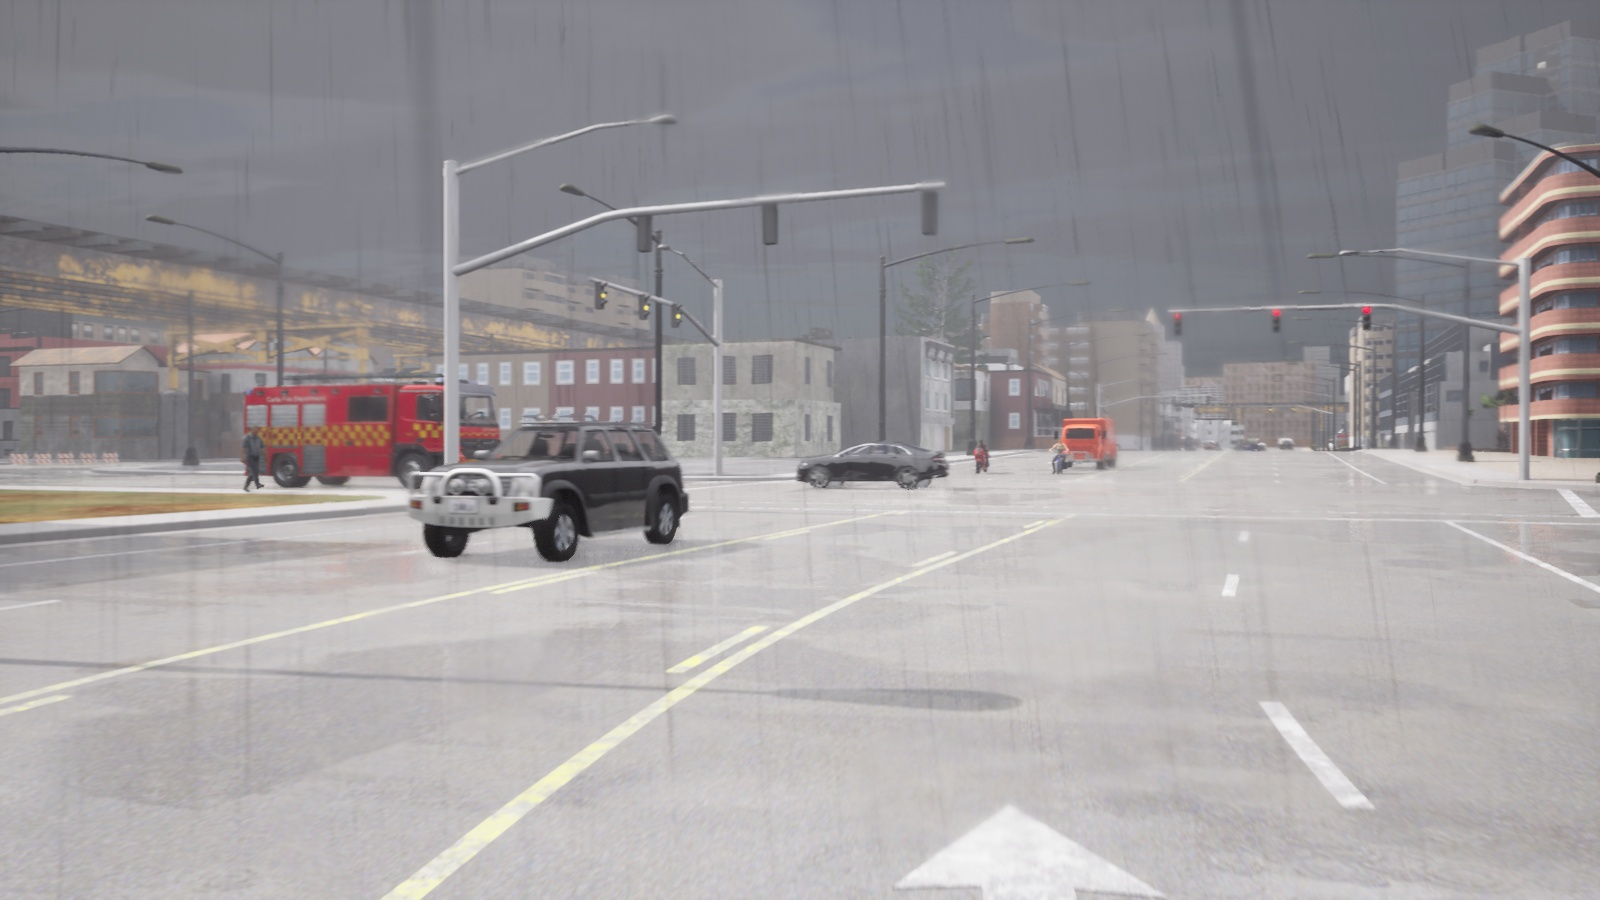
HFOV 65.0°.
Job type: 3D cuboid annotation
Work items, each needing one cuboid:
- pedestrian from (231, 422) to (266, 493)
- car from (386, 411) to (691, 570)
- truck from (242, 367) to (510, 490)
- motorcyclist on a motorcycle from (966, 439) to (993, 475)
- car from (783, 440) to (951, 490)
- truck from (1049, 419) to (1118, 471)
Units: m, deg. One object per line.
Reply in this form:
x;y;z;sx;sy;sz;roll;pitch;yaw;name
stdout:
-14.674;0.192;33.399;0.694;1.848;0.540;0;0;31;pedestrian
-3.346;0.461;17.113;1.932;1.855;4.605;0;0;20;car
-14.108;-0.679;41.781;8.468;3.827;2.891;0;0;19;truck
7.964;0.305;55.638;0.797;1.523;2.044;0;1;20;motorcyclist on a motorcycle
2.140;0.446;39.812;4.902;1.511;2.128;0;0;19;car
14.010;-0.300;61.841;2.627;2.467;5.204;0;1;20;truck
